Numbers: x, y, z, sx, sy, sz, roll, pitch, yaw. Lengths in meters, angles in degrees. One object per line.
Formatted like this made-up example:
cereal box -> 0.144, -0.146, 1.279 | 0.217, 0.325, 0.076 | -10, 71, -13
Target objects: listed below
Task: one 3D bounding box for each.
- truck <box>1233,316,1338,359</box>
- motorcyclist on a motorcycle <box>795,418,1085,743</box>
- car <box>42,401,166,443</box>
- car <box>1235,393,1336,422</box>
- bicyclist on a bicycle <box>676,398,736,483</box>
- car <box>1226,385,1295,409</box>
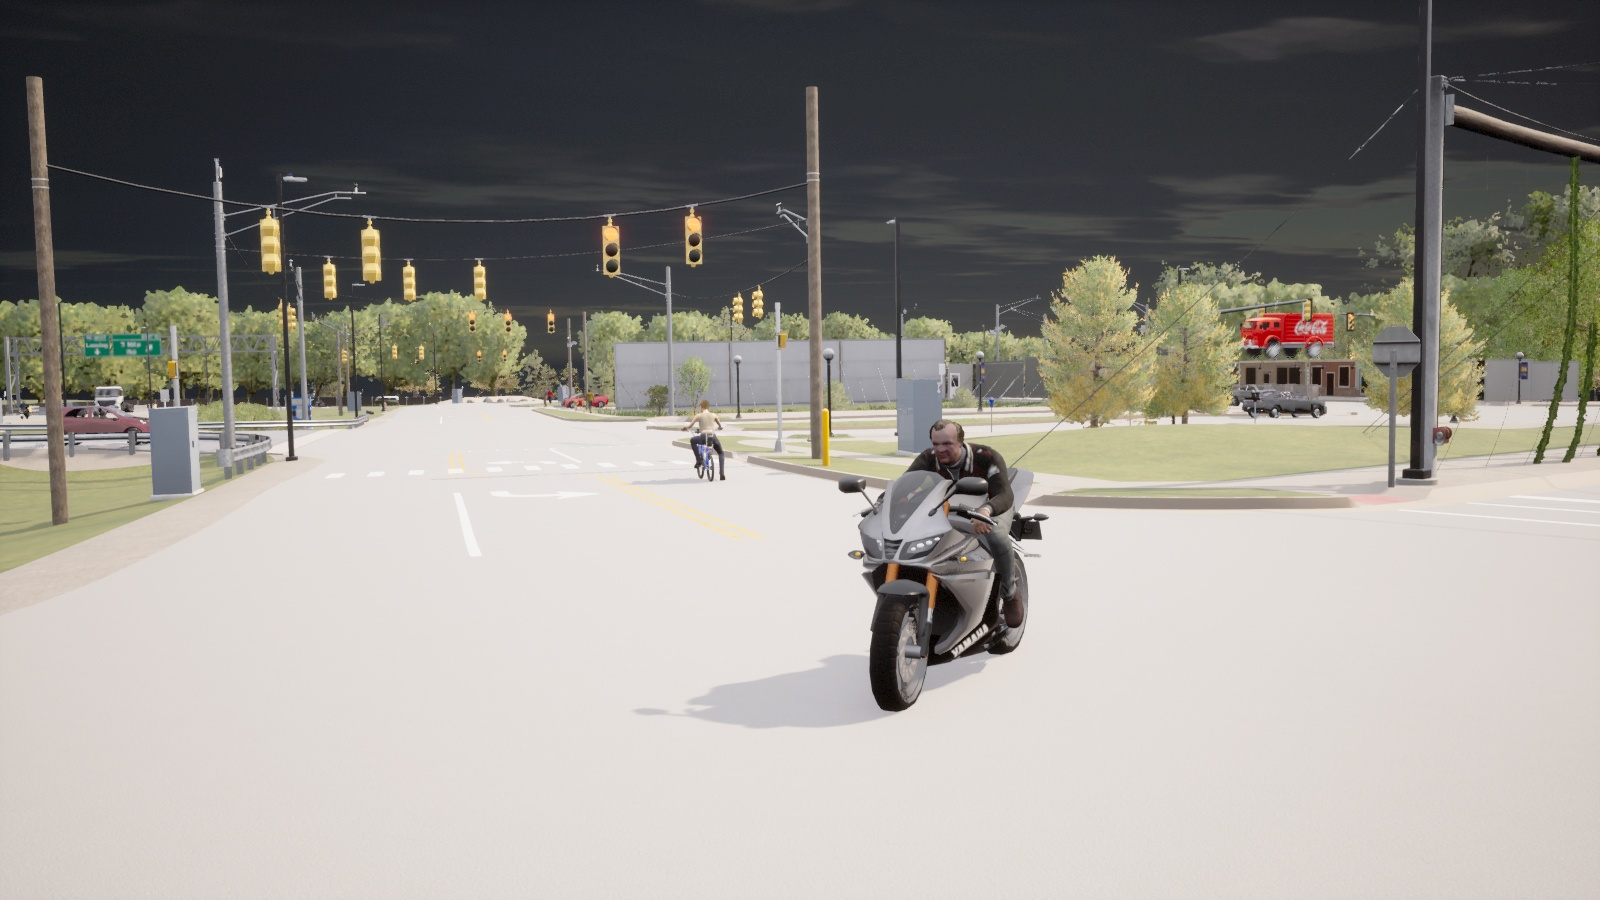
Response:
truck -> 28.990, -6.727, 75.107 | 5.204, 2.467, 2.627 | -1, 6, -15
motorcyclist on a motorcycle -> 0.894, 0.607, 7.232 | 0.866, 1.530, 2.191 | 0, 3, 29
car -> -26.080, -1.087, 47.183 | 3.633, 1.501, 1.845 | -1, 3, -11
car -> 26.539, -2.331, 68.682 | 4.902, 1.511, 2.128 | -1, 3, -20
bicyclist on a bicycle -> -1.889, -0.210, 24.951 | 0.866, 1.612, 1.509 | -2, 3, -16
car -> 33.320, -3.853, 91.033 | 2.152, 1.651, 5.027 | -2, 4, -15
